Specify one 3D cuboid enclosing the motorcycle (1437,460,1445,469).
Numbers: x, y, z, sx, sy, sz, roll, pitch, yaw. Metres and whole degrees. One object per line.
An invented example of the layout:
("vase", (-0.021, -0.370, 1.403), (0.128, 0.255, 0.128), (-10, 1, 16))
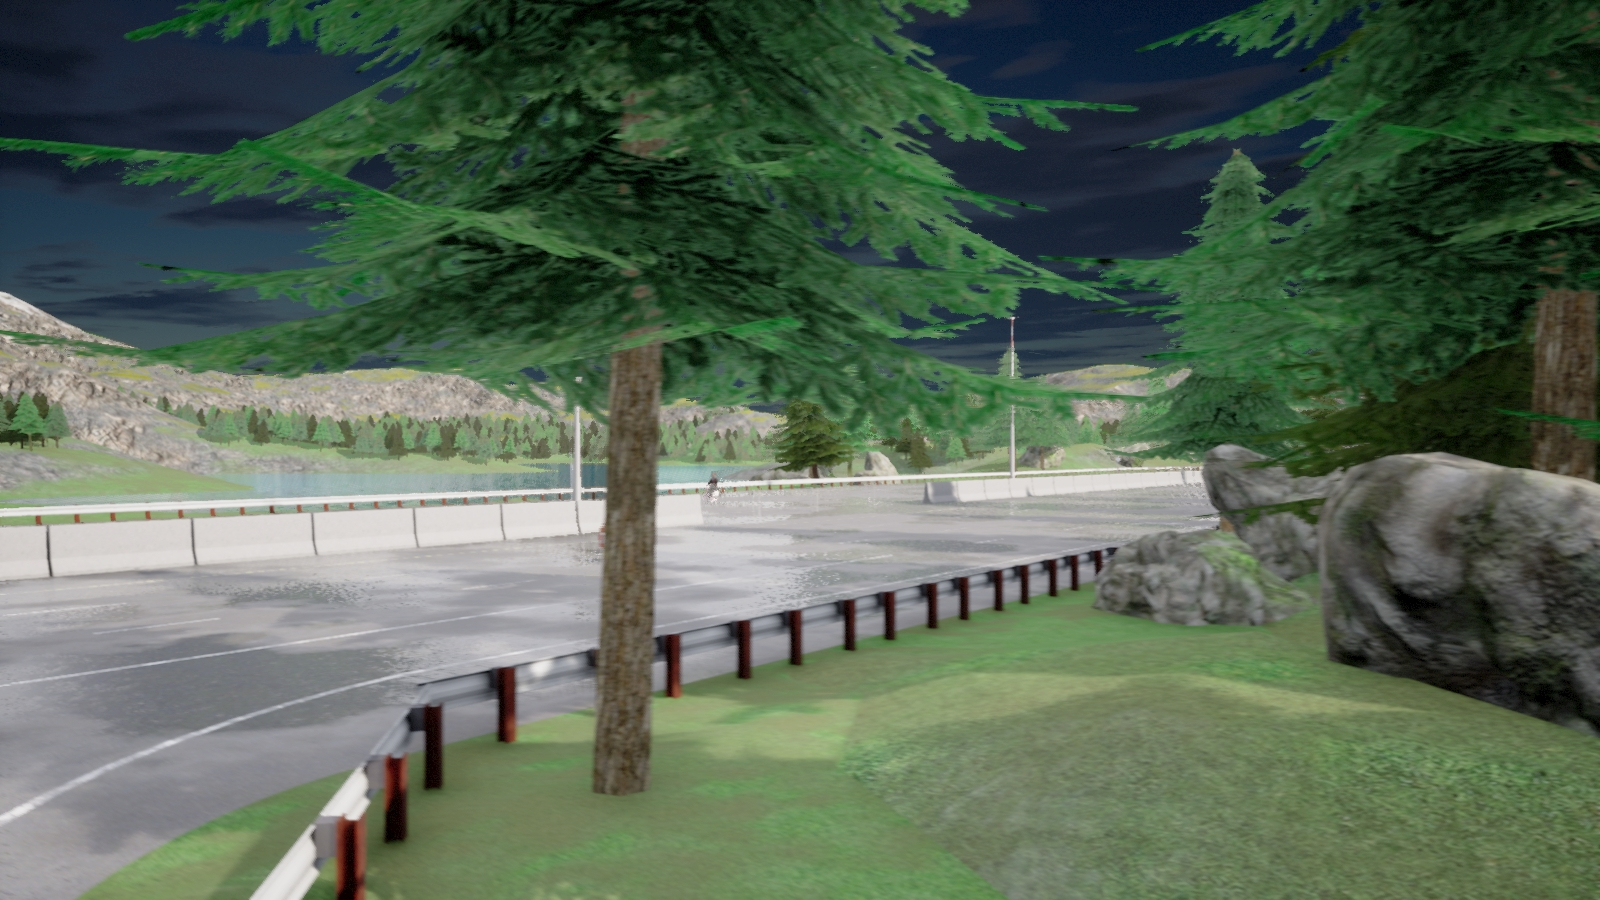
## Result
("motorcycle", (94.349, 2.154, 168.232), (0.764, 1.277, 2.356), (0, 0, 35))
